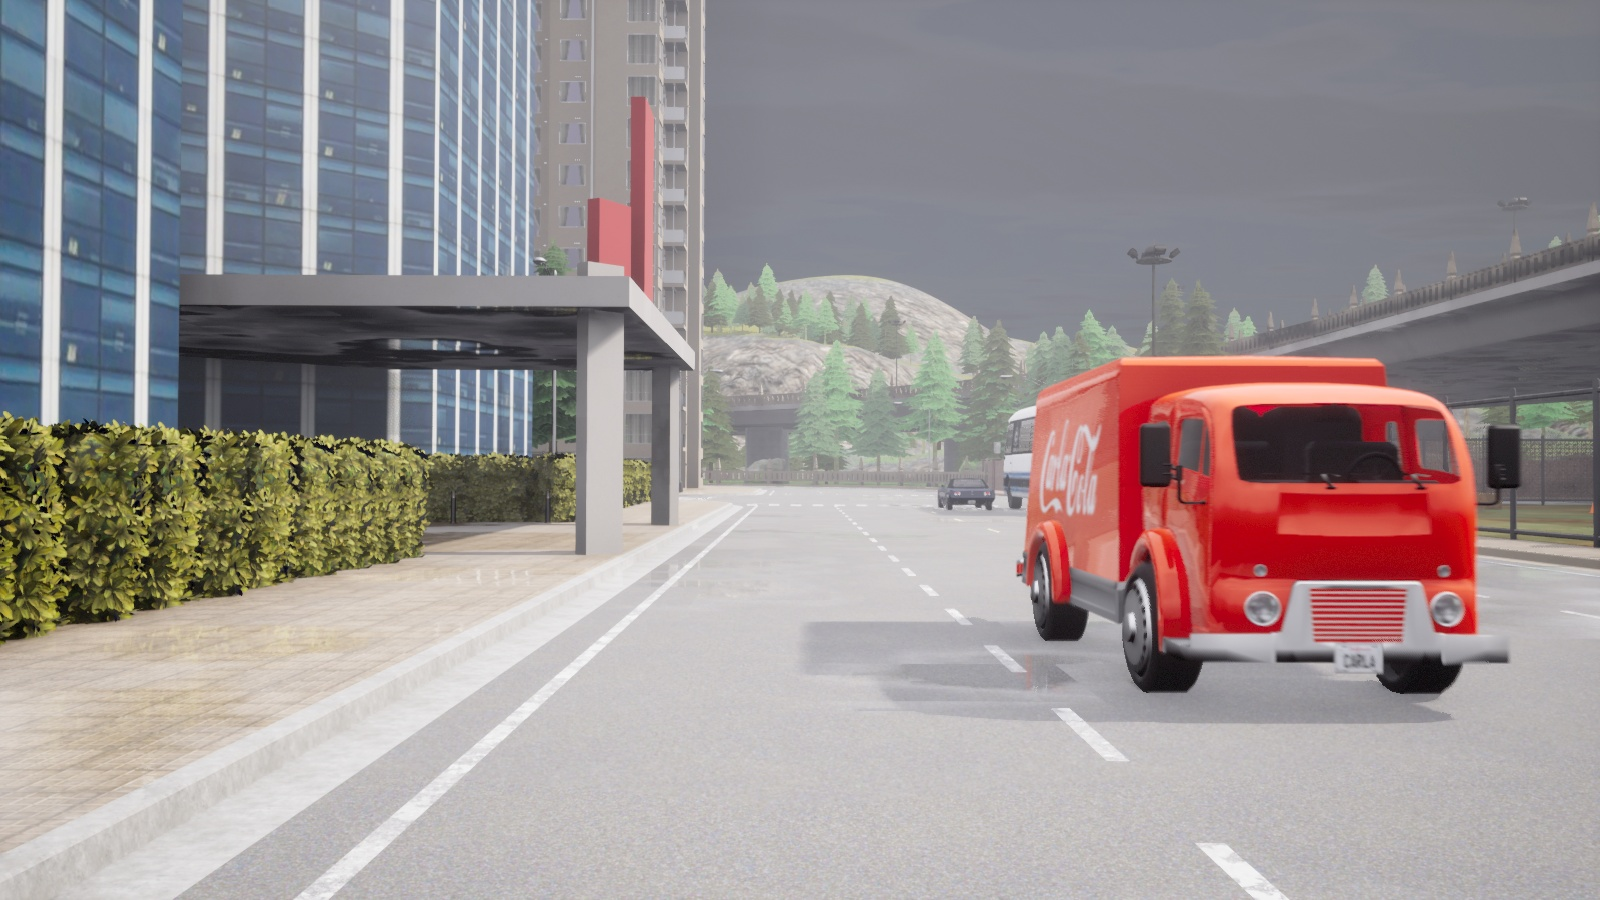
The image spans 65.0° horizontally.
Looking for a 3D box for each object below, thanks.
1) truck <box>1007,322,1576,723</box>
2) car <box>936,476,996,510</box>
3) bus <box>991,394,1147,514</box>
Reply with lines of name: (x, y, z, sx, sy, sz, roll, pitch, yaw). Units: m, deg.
truck: (3.470, 0.488, 10.375, 2.627, 2.467, 5.204, 0, -1, 0)
car: (6.861, 1.765, 52.342, 1.895, 1.301, 4.718, 0, -1, 0)
bus: (10.362, 0.232, 49.858, 3.944, 4.253, 10.273, 0, -1, 0)
